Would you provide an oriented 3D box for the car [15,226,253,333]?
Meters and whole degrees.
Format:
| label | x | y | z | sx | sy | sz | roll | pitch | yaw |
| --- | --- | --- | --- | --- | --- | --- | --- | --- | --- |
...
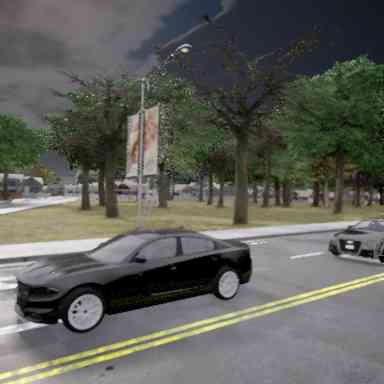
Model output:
| label | x | y | z | sx | sy | sz | roll | pitch | yaw |
| --- | --- | --- | --- | --- | --- | --- | --- | --- | --- |
| car | -0.911 | 1.525 | 7.018 | 5.008 | 1.535 | 1.882 | 1 | -1 | -35 |

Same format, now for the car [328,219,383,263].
| label | x | y | z | sx | sy | sz | roll | pitch | yaw |
| --- | --- | --- | --- | --- | --- | --- | --- | --- | --- |
| car | 7.116 | 1.757 | 12.730 | 4.181 | 1.385 | 1.994 | 1 | -1 | -35 |
